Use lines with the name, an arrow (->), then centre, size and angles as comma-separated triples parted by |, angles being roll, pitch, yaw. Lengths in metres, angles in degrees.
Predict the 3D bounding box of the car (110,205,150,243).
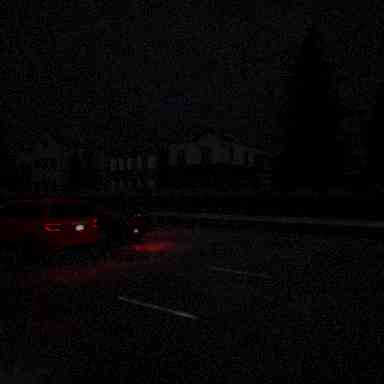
car -> -4.407, 1.515, 15.712 | 5.008, 1.535, 1.882 | 0, 0, 36

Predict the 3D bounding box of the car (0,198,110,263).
car -> -5.836, 1.258, 12.430 | 5.566, 2.045, 2.150 | 0, 0, 36

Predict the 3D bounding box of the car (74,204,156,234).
car -> -4.748, 1.540, 20.263 | 4.902, 1.511, 2.128 | 0, 0, 36
